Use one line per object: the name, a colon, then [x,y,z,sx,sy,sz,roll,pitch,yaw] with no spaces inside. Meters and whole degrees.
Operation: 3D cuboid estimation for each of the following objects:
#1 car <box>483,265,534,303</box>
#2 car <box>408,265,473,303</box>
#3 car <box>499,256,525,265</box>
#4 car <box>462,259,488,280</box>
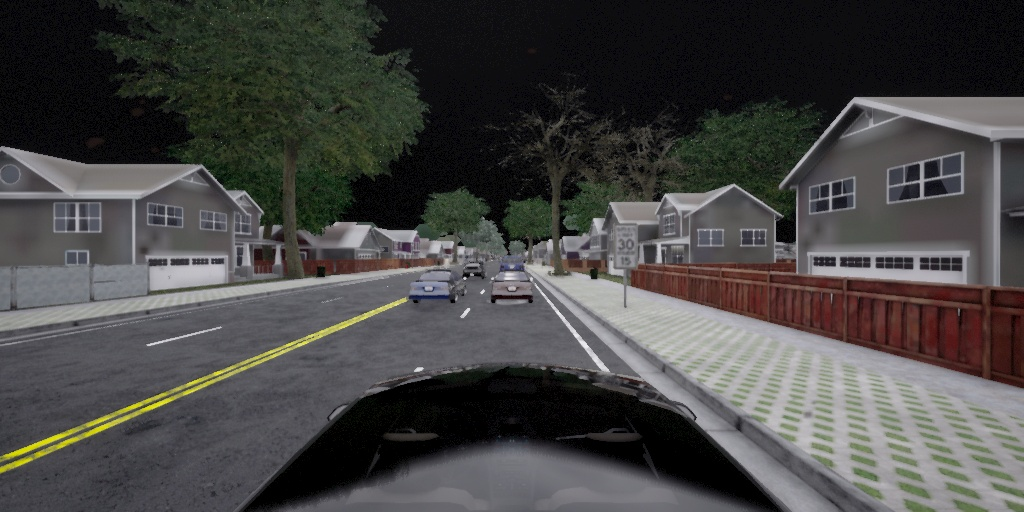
car: [0.000,1.312,16.500,2.033,1.411,5.357,0,0,0]
car: [-3.250,1.312,16.500,2.033,1.411,5.357,0,0,0]
car: [0.000,1.020,31.532,2.150,2.045,5.566,0,0,0]
car: [-3.250,1.278,31.501,1.837,1.490,4.892,0,0,0]
